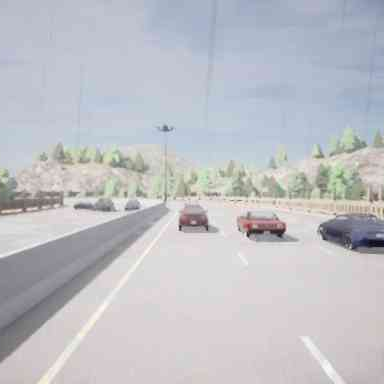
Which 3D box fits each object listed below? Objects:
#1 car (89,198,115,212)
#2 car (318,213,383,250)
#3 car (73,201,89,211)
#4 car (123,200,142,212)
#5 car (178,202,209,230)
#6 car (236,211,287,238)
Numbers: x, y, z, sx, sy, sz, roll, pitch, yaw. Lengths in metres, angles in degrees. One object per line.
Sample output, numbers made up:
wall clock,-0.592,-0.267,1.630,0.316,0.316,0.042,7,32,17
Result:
car,-10.866,1.549,41.184,2.097,1.767,4.553,0,0,-3
car,7.088,1.619,14.498,1.994,1.385,4.181,0,0,0
car,-14.573,1.827,44.947,1.895,1.301,4.718,0,0,-5
car,-7.383,1.728,41.884,1.812,1.442,4.674,0,0,-3
car,0.097,1.613,21.566,1.812,1.442,4.674,0,0,0
car,3.585,1.673,18.109,1.895,1.301,4.718,0,0,0
